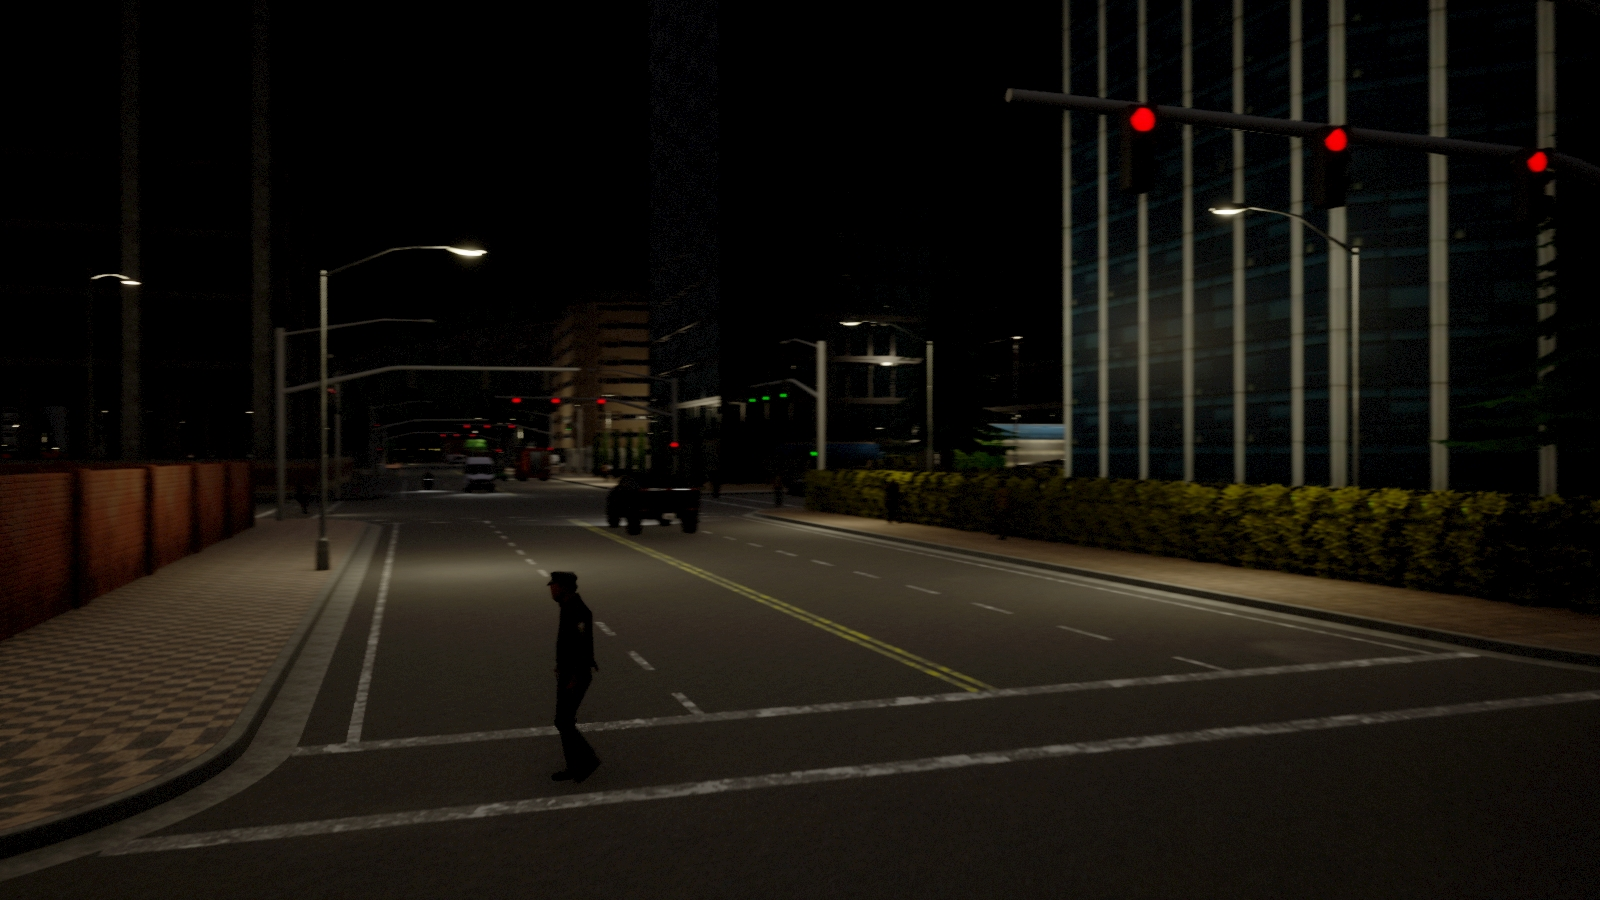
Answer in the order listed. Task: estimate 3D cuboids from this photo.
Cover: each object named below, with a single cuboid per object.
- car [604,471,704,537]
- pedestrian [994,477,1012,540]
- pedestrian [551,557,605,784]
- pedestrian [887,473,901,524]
[{"bbox_3d":[-5.391,1.849,41.343,2.390,2.098,6.274,0,0,-19],"label":"car"},{"bbox_3d":[6.056,1.739,34.050,0.375,1.860,0.375,0,0,-21],"label":"pedestrian"},{"bbox_3d":[-1.916,1.873,9.852,0.375,1.860,0.375,0,0,-25],"label":"pedestrian"},{"bbox_3d":[3.456,1.764,41.932,0.375,1.860,0.375,0,0,-18],"label":"pedestrian"}]
